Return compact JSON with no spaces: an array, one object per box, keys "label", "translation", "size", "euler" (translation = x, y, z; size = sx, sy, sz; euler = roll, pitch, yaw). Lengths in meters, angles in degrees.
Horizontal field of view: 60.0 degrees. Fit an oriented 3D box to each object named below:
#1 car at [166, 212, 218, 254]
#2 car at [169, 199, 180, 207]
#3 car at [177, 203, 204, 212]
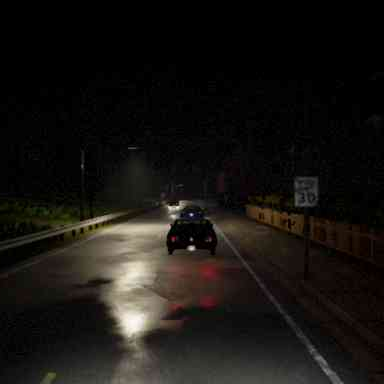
[{"label":"car","translation":[-0.009,1.735,14.114],"size":[1.895,1.301,4.718],"euler":[0,-1,0]},{"label":"car","translation":[-3.558,2.143,66.733],"size":[1.837,1.490,4.892],"euler":[0,-1,0]},{"label":"car","translation":[0.060,1.841,29.292],"size":[1.994,1.385,4.181],"euler":[0,0,3]}]
